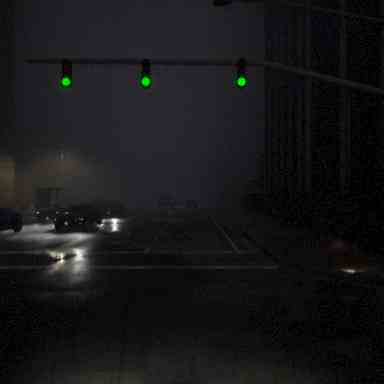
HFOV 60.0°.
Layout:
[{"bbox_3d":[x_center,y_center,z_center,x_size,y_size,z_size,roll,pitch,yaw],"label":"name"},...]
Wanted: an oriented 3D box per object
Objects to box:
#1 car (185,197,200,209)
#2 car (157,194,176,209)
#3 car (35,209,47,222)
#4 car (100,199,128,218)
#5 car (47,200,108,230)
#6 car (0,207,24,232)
[{"bbox_3d":[0.048,1.536,46.498,1.837,1.490,4.892,0,0,1],"label":"car"},{"bbox_3d":[-3.470,1.255,45.464,2.150,2.045,5.566,0,0,0],"label":"car"},{"bbox_3d":[-10.565,1.619,26.543,1.895,1.301,4.718,0,0,0],"label":"car"},{"bbox_3d":[-7.053,1.584,30.105,1.994,1.385,4.181,0,0,0],"label":"car"},{"bbox_3d":[-7.083,1.519,21.196,1.837,1.490,4.892,0,0,0],"label":"car"},{"bbox_3d":[-10.595,1.538,17.435,1.812,1.442,4.674,0,0,0],"label":"car"}]
